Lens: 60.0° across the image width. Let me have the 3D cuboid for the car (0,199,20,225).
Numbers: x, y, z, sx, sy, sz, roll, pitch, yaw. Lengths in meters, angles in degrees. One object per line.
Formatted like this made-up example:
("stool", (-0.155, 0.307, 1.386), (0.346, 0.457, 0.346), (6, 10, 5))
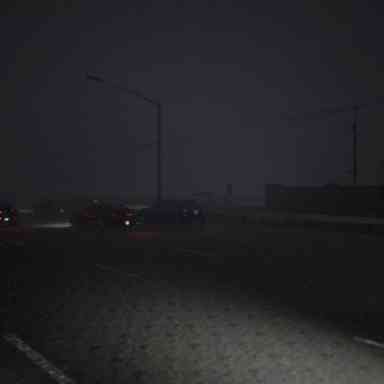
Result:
("car", (-12.776, 1.359, 21.428), (4.892, 1.490, 1.837), (0, 1, 42))

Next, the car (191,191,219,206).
("car", (0.909, 0.900, 45.240), (5.566, 2.045, 2.150), (0, 0, -21))

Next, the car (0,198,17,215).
("car", (-18.665, 1.334, 31.532), (5.357, 1.411, 2.033), (0, 1, 42))

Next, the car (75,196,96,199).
("car", (-14.080, 1.233, 42.301), (4.674, 1.442, 1.812), (0, 0, 1))

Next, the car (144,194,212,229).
("car", (-1.340, 1.205, 20.473), (4.553, 1.767, 2.097), (0, 0, 42))

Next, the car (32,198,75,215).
("car", (-13.330, 1.385, 31.408), (4.718, 1.301, 1.895), (0, 1, 42))

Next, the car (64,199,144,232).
("car", (-5.226, 1.370, 19.285), (4.892, 1.490, 1.837), (0, 1, 42))
